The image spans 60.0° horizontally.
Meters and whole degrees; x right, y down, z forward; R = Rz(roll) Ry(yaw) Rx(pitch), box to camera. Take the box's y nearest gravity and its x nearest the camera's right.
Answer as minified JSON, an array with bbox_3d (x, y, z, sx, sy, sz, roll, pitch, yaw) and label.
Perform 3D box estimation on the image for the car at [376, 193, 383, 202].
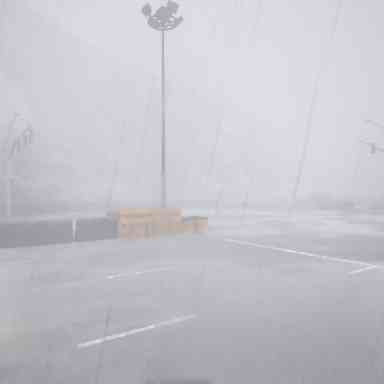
[{"bbox_3d":[38.692,1.079,66.034,4.553,1.767,2.097,0,0,-36],"label":"car"}]

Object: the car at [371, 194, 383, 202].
[{"bbox_3d":[29.770,1.285,51.106,4.902,1.511,2.128,0,0,-35],"label":"car"}]

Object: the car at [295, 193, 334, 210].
[{"bbox_3d":[14.626,1.094,40.289,5.566,2.045,2.150,0,0,-36],"label":"car"}]

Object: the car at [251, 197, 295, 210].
[{"bbox_3d":[10.108,1.378,41.358,4.902,1.511,2.128,0,0,-36],"label":"car"}]

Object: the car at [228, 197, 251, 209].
[{"bbox_3d":[6.836,1.419,43.317,4.674,1.442,1.812,0,0,-36],"label":"car"}]

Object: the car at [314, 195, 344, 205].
[{"bbox_3d":[22.462,1.303,54.485,4.902,1.511,2.128,0,0,-35],"label":"car"}]

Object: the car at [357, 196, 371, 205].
[{"bbox_3d":[25.290,1.353,52.205,5.357,1.411,2.033,0,0,-35],"label":"car"}]

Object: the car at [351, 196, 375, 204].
[{"bbox_3d":[31.215,1.365,60.667,4.718,1.301,1.895,0,0,-35],"label":"car"}]

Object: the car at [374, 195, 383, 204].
[{"bbox_3d":[34.083,1.264,58.425,4.892,1.490,1.837,0,0,-35],"label":"car"}]

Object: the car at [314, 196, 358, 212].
[{"bbox_3d":[16.071,1.478,37.019,4.718,1.301,1.895,0,0,-36],"label":"car"}]
